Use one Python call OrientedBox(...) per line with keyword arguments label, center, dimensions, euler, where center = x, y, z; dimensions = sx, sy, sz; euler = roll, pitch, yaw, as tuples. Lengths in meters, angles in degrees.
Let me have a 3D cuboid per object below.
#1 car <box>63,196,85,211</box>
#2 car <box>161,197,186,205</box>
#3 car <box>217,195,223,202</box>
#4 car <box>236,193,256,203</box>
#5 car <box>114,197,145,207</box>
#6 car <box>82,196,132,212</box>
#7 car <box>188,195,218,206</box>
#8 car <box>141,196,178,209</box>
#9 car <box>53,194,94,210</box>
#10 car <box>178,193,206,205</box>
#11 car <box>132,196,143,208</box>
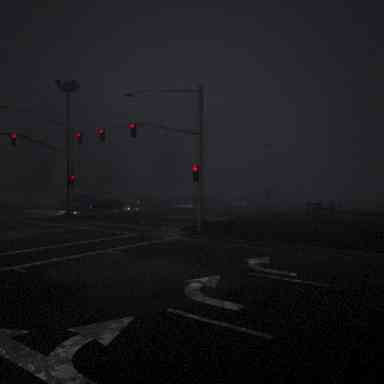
OrientedBox(label="car", center=(-12.500, 1.547, 40.844), dimensions=(2.033, 1.411, 5.357), euler=(0, 0, 35))
OrientedBox(label="car", center=(-3.318, 1.601, 60.100), dimensions=(1.895, 1.301, 4.718), euler=(0, 0, 35))
OrientedBox(label="car", center=(4.755, 1.481, 71.438), dimensions=(2.128, 1.511, 4.902), euler=(0, 0, 36))
OrientedBox(label="car", center=(11.248, 1.220, 68.470), dimensions=(2.150, 2.045, 5.566), euler=(0, 0, 36))
OrientedBox(label="car", center=(-9.541, 1.526, 51.201), dimensions=(1.812, 1.442, 4.674), euler=(0, 0, 35))
OrientedBox(label="car", center=(-9.762, 1.491, 38.649), dimensions=(2.128, 1.511, 4.902), euler=(0, 0, 35))
OrientedBox(label="car", center=(1.939, 1.601, 55.416), dimensions=(1.895, 1.301, 4.718), euler=(0, 0, 35))
OrientedBox(label="car", center=(-4.465, 1.601, 46.249), dimensions=(1.895, 1.301, 4.718), euler=(0, 0, 35))
OrientedBox(label="car", center=(-15.108, 1.221, 43.214), dimensions=(2.150, 2.045, 5.566), euler=(0, 0, 35))
OrientedBox(label="car", center=(0.560, 1.220, 59.543), dimensions=(2.150, 2.045, 5.566), euler=(0, 0, 35))
OrientedBox(label="car", center=(-7.097, 1.352, 48.593), dimensions=(2.097, 1.767, 4.553), euler=(0, 0, 35))
